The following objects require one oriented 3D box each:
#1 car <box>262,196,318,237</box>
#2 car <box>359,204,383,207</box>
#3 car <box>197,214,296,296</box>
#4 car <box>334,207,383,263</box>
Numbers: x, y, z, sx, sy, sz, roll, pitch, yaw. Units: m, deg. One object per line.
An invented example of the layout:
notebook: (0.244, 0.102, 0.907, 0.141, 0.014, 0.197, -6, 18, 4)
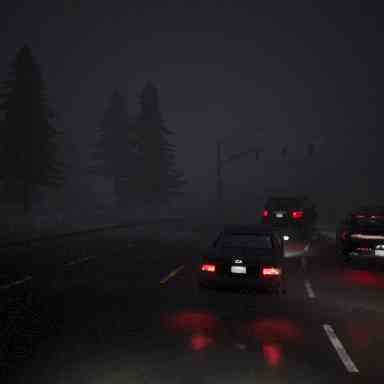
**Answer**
car: (5.476, 1.222, 18.307, 2.150, 2.045, 5.566, 0, 0, 28)
car: (10.744, 1.505, 19.716, 1.837, 1.490, 4.892, 0, 0, 35)
car: (1.540, 1.548, 8.858, 2.033, 1.411, 5.357, 0, 0, 15)
car: (6.123, 1.491, 11.567, 2.128, 1.511, 4.902, 0, 0, 20)
